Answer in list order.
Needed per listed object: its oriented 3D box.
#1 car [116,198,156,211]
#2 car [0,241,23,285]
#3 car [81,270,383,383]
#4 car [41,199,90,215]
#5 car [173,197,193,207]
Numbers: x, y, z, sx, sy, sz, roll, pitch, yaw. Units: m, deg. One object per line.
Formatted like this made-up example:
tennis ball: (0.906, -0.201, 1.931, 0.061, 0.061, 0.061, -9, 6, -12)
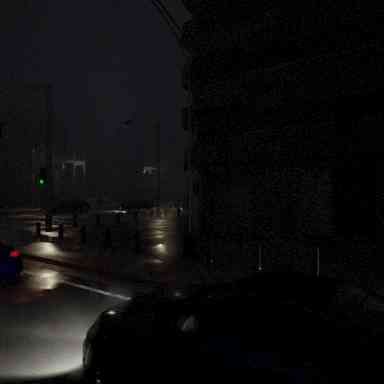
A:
car: (-6.808, 1.492, 41.050, 2.033, 1.411, 5.357, 0, 0, 36)
car: (-6.084, 1.564, 8.315, 4.181, 1.385, 1.994, 0, 0, 36)
car: (0.767, 1.564, 3.445, 4.181, 1.385, 1.994, 0, 0, 36)
car: (-12.539, 1.449, 33.120, 1.837, 1.490, 4.892, 0, 0, 36)
car: (-0.751, 1.449, 49.406, 1.837, 1.490, 4.892, 0, 0, 36)
